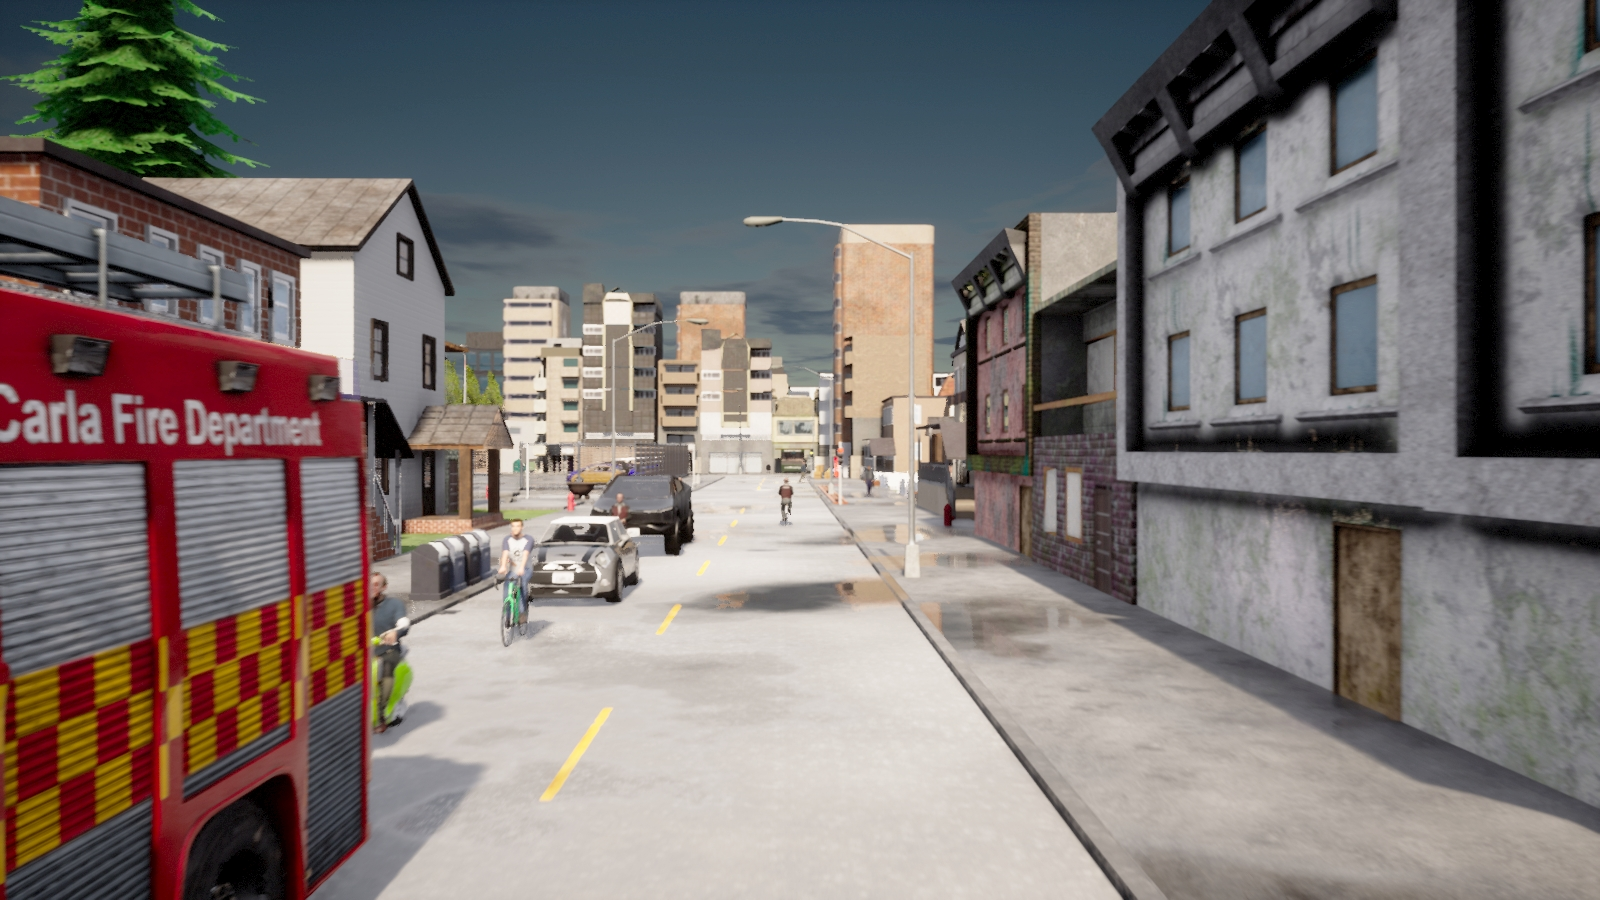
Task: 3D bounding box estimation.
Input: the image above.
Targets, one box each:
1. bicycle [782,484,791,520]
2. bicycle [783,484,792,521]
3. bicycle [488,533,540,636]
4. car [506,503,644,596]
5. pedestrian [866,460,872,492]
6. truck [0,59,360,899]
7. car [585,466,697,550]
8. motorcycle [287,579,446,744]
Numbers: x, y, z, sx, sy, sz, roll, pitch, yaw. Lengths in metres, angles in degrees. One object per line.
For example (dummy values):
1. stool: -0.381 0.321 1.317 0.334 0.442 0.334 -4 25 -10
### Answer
1. bicycle: -0.508 1.940 42.709 0.329 1.271 1.835 0 0 -1
2. bicycle: -0.468 1.940 42.568 0.329 1.271 1.835 0 0 -1
3. bicycle: -4.170 1.936 16.756 0.373 1.296 1.643 0 1 -1
4. car: -4.241 1.844 22.147 1.970 1.475 3.806 0 0 -1
5. pedestrian: 4.051 1.523 67.244 0.375 1.860 0.375 0 0 1
6. truck: -3.974 0.670 2.457 2.891 3.827 8.468 0 0 -1
7. car: -4.381 1.533 32.516 2.390 2.098 6.274 0 0 -1
8. motorcycle: -4.094 1.962 10.947 0.856 1.236 1.805 0 0 -1
